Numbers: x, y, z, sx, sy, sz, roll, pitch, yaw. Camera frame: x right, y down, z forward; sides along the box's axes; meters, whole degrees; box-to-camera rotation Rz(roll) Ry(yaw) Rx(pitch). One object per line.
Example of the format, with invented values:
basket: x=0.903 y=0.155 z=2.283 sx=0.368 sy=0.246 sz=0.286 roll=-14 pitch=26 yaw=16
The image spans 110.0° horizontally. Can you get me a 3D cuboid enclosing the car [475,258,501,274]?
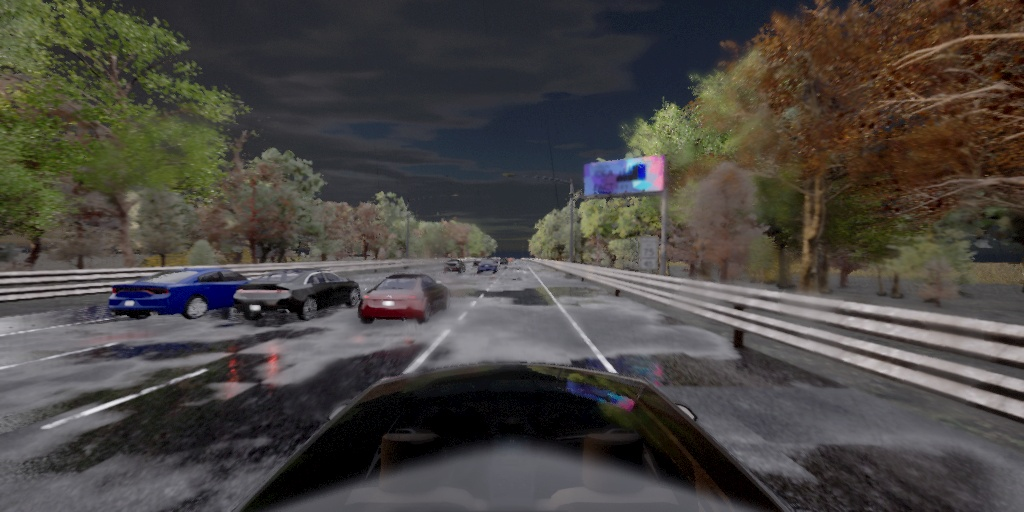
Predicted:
car: x=-2.714 y=1.073 z=41.591 sx=2.097 sy=1.767 sz=4.553 roll=0 pitch=0 yaw=1

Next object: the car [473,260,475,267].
car: x=-5.728 y=1.192 z=63.804 sx=1.882 sy=1.535 sz=5.008 roll=0 pitch=0 yaw=1

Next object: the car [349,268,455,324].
car: x=-3.381 y=1.285 z=11.943 sx=1.994 sy=1.385 sz=4.181 roll=0 pitch=0 yaw=1

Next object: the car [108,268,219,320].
car: x=-10.368 y=1.142 z=12.240 sx=1.882 sy=1.535 sz=5.008 roll=0 pitch=0 yaw=1

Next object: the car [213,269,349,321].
car: x=-6.871 y=1.184 z=12.092 sx=2.128 sy=1.511 sz=4.902 roll=0 pitch=0 yaw=1

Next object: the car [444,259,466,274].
car: x=-6.263 y=1.198 z=39.766 sx=1.837 sy=1.490 sz=4.892 roll=0 pitch=0 yaw=1
